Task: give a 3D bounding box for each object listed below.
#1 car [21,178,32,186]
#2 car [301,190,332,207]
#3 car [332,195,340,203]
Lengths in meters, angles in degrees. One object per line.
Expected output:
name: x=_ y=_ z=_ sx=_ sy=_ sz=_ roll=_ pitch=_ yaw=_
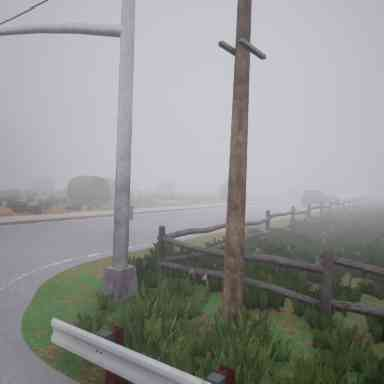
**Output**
car: x=-39.132 y=-2.293 z=79.214 sx=1.905 sy=1.878 sz=3.866 roll=8 pitch=2 yaw=-13
car: x=15.453 y=0.816 z=41.801 sx=2.150 sy=2.045 sz=5.566 roll=3 pitch=2 yaw=34
car: x=21.206 y=1.138 z=50.698 sx=1.994 sy=1.385 sz=4.181 roll=3 pitch=2 yaw=33
